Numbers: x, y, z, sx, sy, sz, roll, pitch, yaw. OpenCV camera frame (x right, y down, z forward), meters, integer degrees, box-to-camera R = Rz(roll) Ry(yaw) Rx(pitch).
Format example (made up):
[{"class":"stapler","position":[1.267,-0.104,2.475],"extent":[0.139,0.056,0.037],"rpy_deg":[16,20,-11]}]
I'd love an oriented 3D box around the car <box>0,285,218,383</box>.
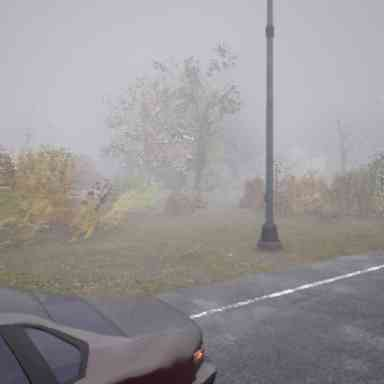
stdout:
[{"class":"car","position":[-2.323,1.545,2.334],"extent":[5.357,1.411,2.033],"rpy_deg":[0,0,-36]}]
